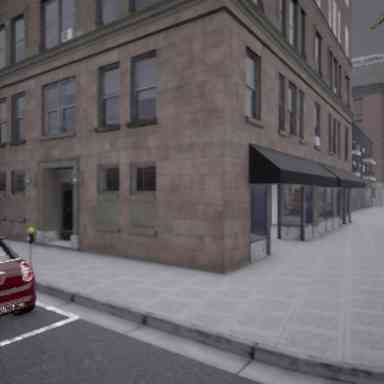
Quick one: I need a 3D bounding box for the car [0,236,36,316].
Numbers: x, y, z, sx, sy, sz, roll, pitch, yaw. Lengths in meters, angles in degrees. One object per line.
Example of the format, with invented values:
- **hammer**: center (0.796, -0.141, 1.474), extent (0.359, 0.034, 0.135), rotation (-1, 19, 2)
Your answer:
- **car**: center (-4.803, 1.437, 6.272), extent (4.097, 1.590, 1.967), rotation (0, 0, 35)
